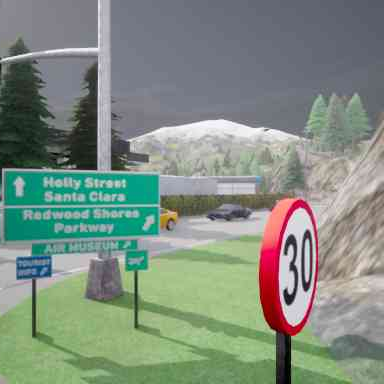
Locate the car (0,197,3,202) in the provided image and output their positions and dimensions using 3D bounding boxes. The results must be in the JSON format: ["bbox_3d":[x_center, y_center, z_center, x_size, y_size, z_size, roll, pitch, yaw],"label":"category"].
[{"bbox_3d":[-12.368,1.505,26.054,1.905,1.878,3.866,0,0,35],"label":"car"}]

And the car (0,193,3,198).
[{"bbox_3d":[-38.568,1.490,69.998,4.514,1.523,2.007,0,0,35],"label":"car"}]

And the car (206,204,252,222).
[{"bbox_3d":[3.385,1.739,29.134,2.033,1.411,5.357,0,0,36],"label":"car"}]

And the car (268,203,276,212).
[{"bbox_3d":[10.899,1.739,39.427,2.033,1.411,5.357,0,0,36],"label":"car"}]

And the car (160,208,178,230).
[{"bbox_3d":[-2.912,1.669,20.479,1.882,1.535,5.008,0,0,36],"label":"car"}]
